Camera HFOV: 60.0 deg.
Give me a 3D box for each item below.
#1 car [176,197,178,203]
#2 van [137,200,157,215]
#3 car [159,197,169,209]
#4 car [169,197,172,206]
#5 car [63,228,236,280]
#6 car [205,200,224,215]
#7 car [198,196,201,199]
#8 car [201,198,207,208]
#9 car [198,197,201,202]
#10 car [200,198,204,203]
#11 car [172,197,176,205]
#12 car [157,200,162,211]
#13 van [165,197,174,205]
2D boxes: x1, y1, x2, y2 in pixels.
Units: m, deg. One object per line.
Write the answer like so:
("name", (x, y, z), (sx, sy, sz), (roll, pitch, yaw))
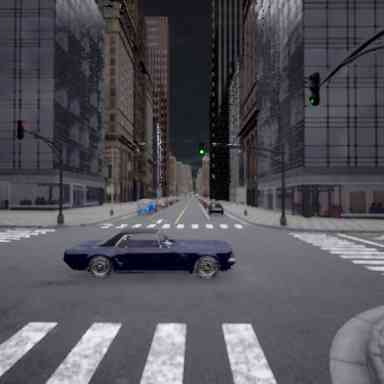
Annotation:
("car", (-5.335, 2.443, 85.577), (1.887, 1.381, 4.507), (0, -1, 0))
("van", (-5.634, 1.797, 40.393), (1.690, 1.788, 3.998), (0, -1, 0))
("car", (-5.522, 2.072, 57.337), (1.967, 1.590, 4.097), (0, -1, 0))
("car", (-5.484, 2.002, 62.987), (2.192, 1.841, 5.009), (0, -1, 0))
("car", (-1.119, 1.743, 9.816), (4.718, 1.301, 1.895), (0, -1, 0))
("car", (2.890, 2.021, 40.335), (1.947, 1.339, 4.313), (0, -1, 0))
("car", (3.227, 2.500, 91.173), (2.008, 1.369, 4.403), (0, -1, 0))
("car", (3.002, 2.213, 57.281), (1.802, 1.307, 4.206), (0, -1, 0))
("car", (3.189, 2.479, 85.524), (1.802, 1.307, 4.206), (0, -1, 0))
("car", (3.077, 2.286, 68.579), (1.887, 1.381, 4.507), (0, -1, 0))
("car", (-5.409, 2.110, 74.283), (2.192, 1.841, 5.009), (0, -1, 0))
("car", (-5.598, 2.098, 46.039), (1.802, 1.307, 4.206), (0, -1, 0))
("van", (-5.372, 2.188, 79.932), (1.690, 1.788, 3.998), (0, -1, 0))
